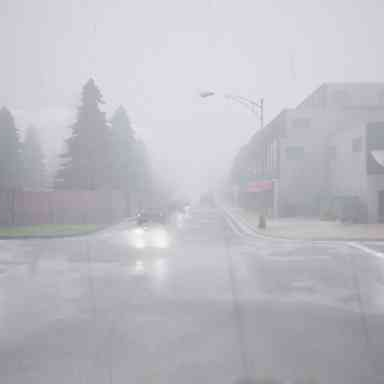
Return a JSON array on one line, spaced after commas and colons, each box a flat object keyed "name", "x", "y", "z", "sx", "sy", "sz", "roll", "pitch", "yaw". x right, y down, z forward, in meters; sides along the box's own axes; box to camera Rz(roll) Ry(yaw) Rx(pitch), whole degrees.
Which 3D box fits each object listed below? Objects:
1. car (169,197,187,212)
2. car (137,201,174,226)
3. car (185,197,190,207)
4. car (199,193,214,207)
[{"name": "car", "x": -1.989, "y": 1.586, "z": 37.967, "sx": 1.895, "sy": 1.301, "sz": 4.718, "roll": 0, "pitch": 0, "yaw": 3}, {"name": "car", "x": -2.620, "y": 1.591, "z": 23.734, "sx": 1.895, "sy": 1.301, "sz": 4.718, "roll": 0, "pitch": 0, "yaw": 3}, {"name": "car", "x": -1.349, "y": 1.485, "z": 51.806, "sx": 1.837, "sy": 1.490, "sz": 4.892, "roll": 0, "pitch": 0, "yaw": 3}, {"name": "car", "x": 2.351, "y": 1.200, "z": 52.573, "sx": 2.150, "sy": 2.045, "sz": 5.566, "roll": 0, "pitch": 0, "yaw": 3}]
